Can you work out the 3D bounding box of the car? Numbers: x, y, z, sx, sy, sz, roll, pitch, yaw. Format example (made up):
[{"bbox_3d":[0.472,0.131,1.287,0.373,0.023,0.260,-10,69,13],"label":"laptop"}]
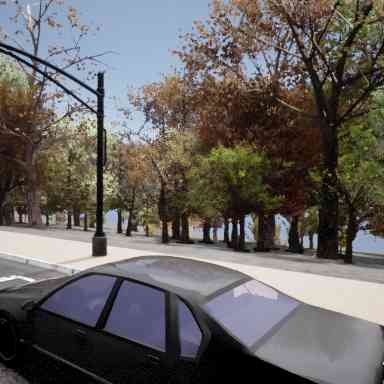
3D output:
[{"bbox_3d":[-0.551,1.547,4.071,5.357,1.411,2.033,0,0,35],"label":"car"}]
